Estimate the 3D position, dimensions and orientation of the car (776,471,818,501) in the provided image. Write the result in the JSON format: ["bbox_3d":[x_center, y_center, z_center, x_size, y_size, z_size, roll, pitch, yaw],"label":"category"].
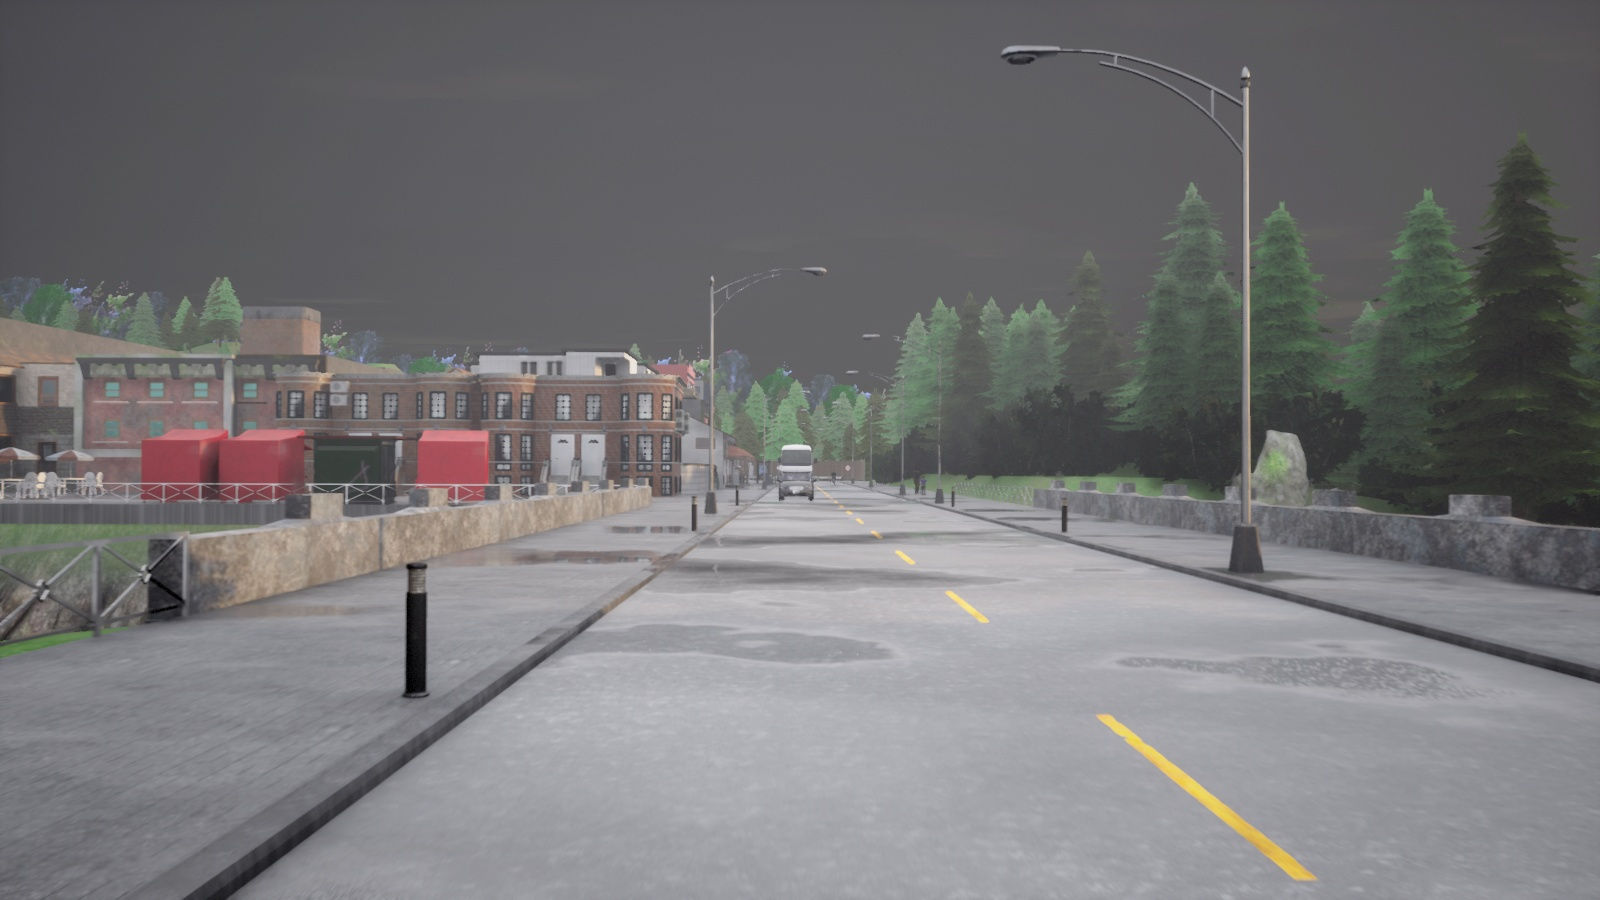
[{"bbox_3d":[-0.173,1.876,65.970,2.128,1.511,4.902,0,-1,0],"label":"car"}]
